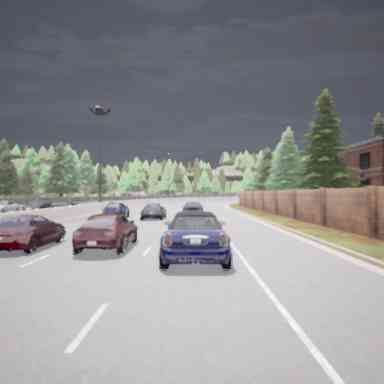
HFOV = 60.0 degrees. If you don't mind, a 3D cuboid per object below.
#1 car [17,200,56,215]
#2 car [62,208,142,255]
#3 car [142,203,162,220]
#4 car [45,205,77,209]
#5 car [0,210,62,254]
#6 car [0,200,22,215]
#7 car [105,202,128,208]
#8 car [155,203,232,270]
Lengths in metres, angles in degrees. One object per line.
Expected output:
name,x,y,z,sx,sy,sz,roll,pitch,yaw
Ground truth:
car,-17.588,1.684,37.975,2.128,1.511,4.902,0,0,0
car,-3.416,1.595,13.609,1.812,1.442,4.674,0,0,0
car,-3.401,1.716,29.914,1.994,1.385,4.181,0,0,0
car,-14.097,1.731,36.228,2.033,1.411,5.357,0,0,0
car,-6.901,1.635,13.883,1.994,1.385,4.181,0,0,0
car,-21.087,1.714,37.232,1.812,1.442,4.674,0,0,0
car,-6.915,1.680,30.399,1.812,1.442,4.674,0,0,0
car,0.100,1.411,11.417,2.097,1.767,4.553,0,0,0
